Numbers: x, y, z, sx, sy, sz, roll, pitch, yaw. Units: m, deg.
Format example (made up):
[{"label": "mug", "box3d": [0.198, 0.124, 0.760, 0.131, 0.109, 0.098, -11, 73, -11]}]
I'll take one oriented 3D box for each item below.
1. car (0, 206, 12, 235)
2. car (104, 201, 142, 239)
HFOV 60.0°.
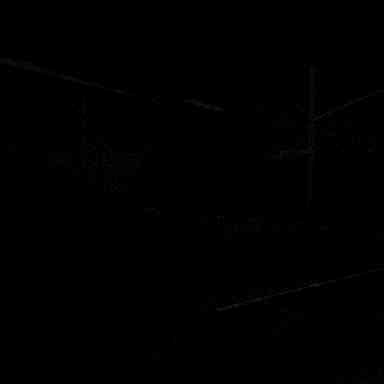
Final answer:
[{"label": "car", "box3d": [-11.506, 1.523, 18.582, 2.242, 1.667, 4.611, 1, 0, -35]}, {"label": "car", "box3d": [-4.377, 1.448, 18.316, 1.905, 1.878, 3.866, 1, 0, -35]}]
